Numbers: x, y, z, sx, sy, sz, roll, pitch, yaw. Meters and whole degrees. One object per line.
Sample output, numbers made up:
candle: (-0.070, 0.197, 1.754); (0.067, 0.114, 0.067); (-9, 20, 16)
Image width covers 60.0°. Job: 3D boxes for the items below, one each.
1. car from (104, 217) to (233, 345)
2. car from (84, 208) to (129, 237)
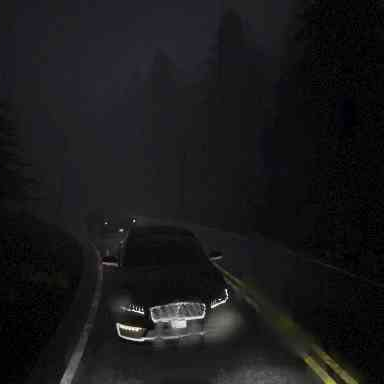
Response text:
car: (-0.639, 1.494, 6.766); (1.837, 1.490, 4.892); (-1, 0, -11)
car: (-4.614, 1.608, 18.506); (1.895, 1.301, 4.718); (-3, 1, -29)
